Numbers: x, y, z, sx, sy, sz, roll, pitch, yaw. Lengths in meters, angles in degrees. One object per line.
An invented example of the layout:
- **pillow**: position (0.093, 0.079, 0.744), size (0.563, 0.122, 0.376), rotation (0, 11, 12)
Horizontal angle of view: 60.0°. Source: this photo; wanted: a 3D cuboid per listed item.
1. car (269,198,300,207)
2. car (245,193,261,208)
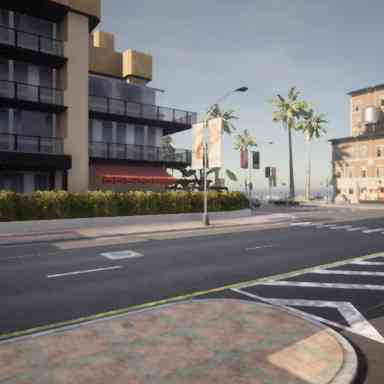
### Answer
- **car**: position (14.122, 1.588, 51.086), size (1.895, 1.301, 4.718), rotation (0, 0, -35)
- **car**: position (7.432, 1.211, 48.093), size (2.150, 2.045, 5.566), rotation (0, 0, -35)
